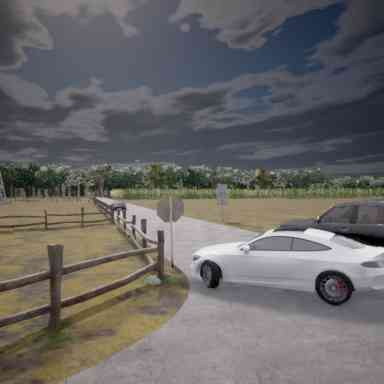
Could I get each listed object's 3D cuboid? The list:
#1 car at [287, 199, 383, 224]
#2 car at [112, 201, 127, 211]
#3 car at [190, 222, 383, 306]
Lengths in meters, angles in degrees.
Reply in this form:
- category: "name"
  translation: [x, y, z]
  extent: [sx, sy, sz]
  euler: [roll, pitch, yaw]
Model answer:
- category: "car"
  translation: [5.107, 1.234, 9.835]
  extent: [2.150, 2.045, 5.566]
  euler: [-2, 0, -40]
- category: "car"
  translation: [-10.892, 1.995, 49.468]
  extent: [2.033, 1.411, 5.357]
  euler: [-2, 0, -18]
- category: "car"
  translation: [2.190, 1.617, 8.158]
  extent: [4.674, 1.442, 1.812]
  euler: [-2, 0, 30]
